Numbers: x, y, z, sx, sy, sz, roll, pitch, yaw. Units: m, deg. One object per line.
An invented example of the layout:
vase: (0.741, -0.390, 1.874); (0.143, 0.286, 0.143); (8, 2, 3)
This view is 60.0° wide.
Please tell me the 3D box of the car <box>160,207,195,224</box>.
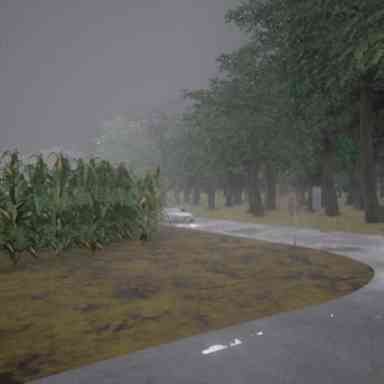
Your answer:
car: (-1.473, 2.184, 31.583); (1.812, 1.442, 4.674); (-1, 0, -29)
